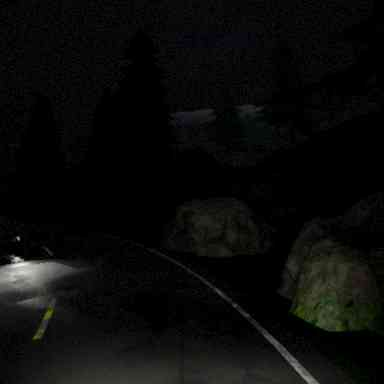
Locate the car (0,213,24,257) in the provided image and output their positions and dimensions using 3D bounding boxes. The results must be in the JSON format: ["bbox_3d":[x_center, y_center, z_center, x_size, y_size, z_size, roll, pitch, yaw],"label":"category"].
[{"bbox_3d":[-7.565,1.536,12.383,1.812,1.442,4.674,0,0,-36],"label":"car"}]
